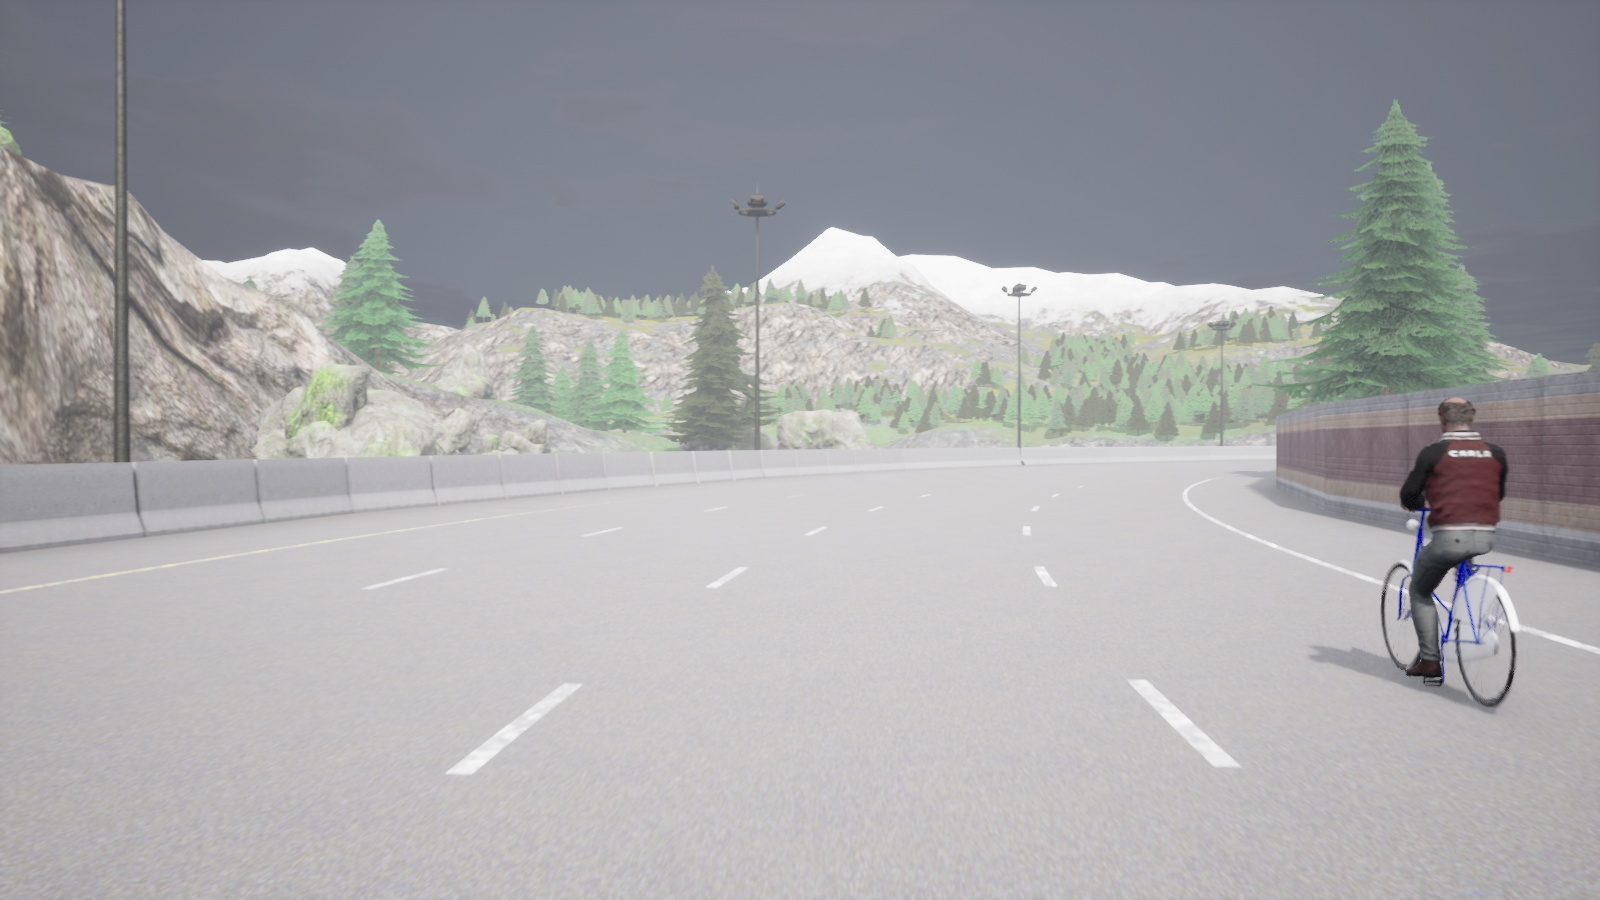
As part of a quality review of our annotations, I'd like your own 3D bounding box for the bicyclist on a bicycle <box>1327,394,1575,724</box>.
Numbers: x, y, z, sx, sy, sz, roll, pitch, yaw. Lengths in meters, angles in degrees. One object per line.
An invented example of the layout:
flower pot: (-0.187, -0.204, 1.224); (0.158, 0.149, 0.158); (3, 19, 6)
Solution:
bicyclist on a bicycle: (3.892, 0.578, 7.693); (0.659, 1.776, 1.843); (0, 0, 4)
